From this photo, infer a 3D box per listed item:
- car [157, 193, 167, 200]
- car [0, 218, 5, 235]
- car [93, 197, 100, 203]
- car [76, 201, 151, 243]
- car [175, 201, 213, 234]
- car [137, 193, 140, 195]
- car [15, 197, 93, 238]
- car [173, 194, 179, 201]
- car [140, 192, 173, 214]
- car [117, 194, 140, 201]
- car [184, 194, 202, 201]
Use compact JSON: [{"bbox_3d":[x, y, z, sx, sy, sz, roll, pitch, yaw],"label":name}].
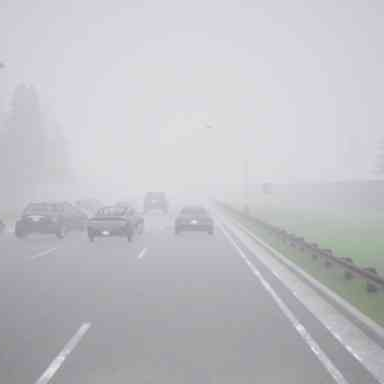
[{"bbox_3d":[-6.993,0.981,77.355,1.812,1.442,4.674,0,0,0],"label":"car"},{"bbox_3d":[-10.410,1.420,14.949,1.812,1.442,4.674,0,0,0],"label":"car"},{"bbox_3d":[-10.397,1.268,33.720,1.837,1.490,4.892,0,0,0],"label":"car"},{"bbox_3d":[-3.398,1.382,15.500,2.128,1.511,4.902,0,0,0],"label":"car"},{"bbox_3d":[0.102,1.434,18.343,1.994,1.385,4.181,0,0,0],"label":"car"},{"bbox_3d":[-10.494,1.022,64.855,1.882,1.535,5.008,0,0,0],"label":"car"},{"bbox_3d":[-6.898,1.233,16.846,2.097,1.767,4.553,0,0,0],"label":"car"},{"bbox_3d":[-3.494,1.098,64.022,2.033,1.411,5.357,0,0,0],"label":"car"},{"bbox_3d":[-3.397,0.992,32.689,2.150,2.045,5.566,0,0,0],"label":"car"},{"bbox_3d":[-6.911,1.282,34.652,1.812,1.442,4.674,0,0,0],"label":"car"},{"bbox_3d":[0.089,1.282,34.618,1.812,1.442,4.674,0,0,0],"label":"car"}]
